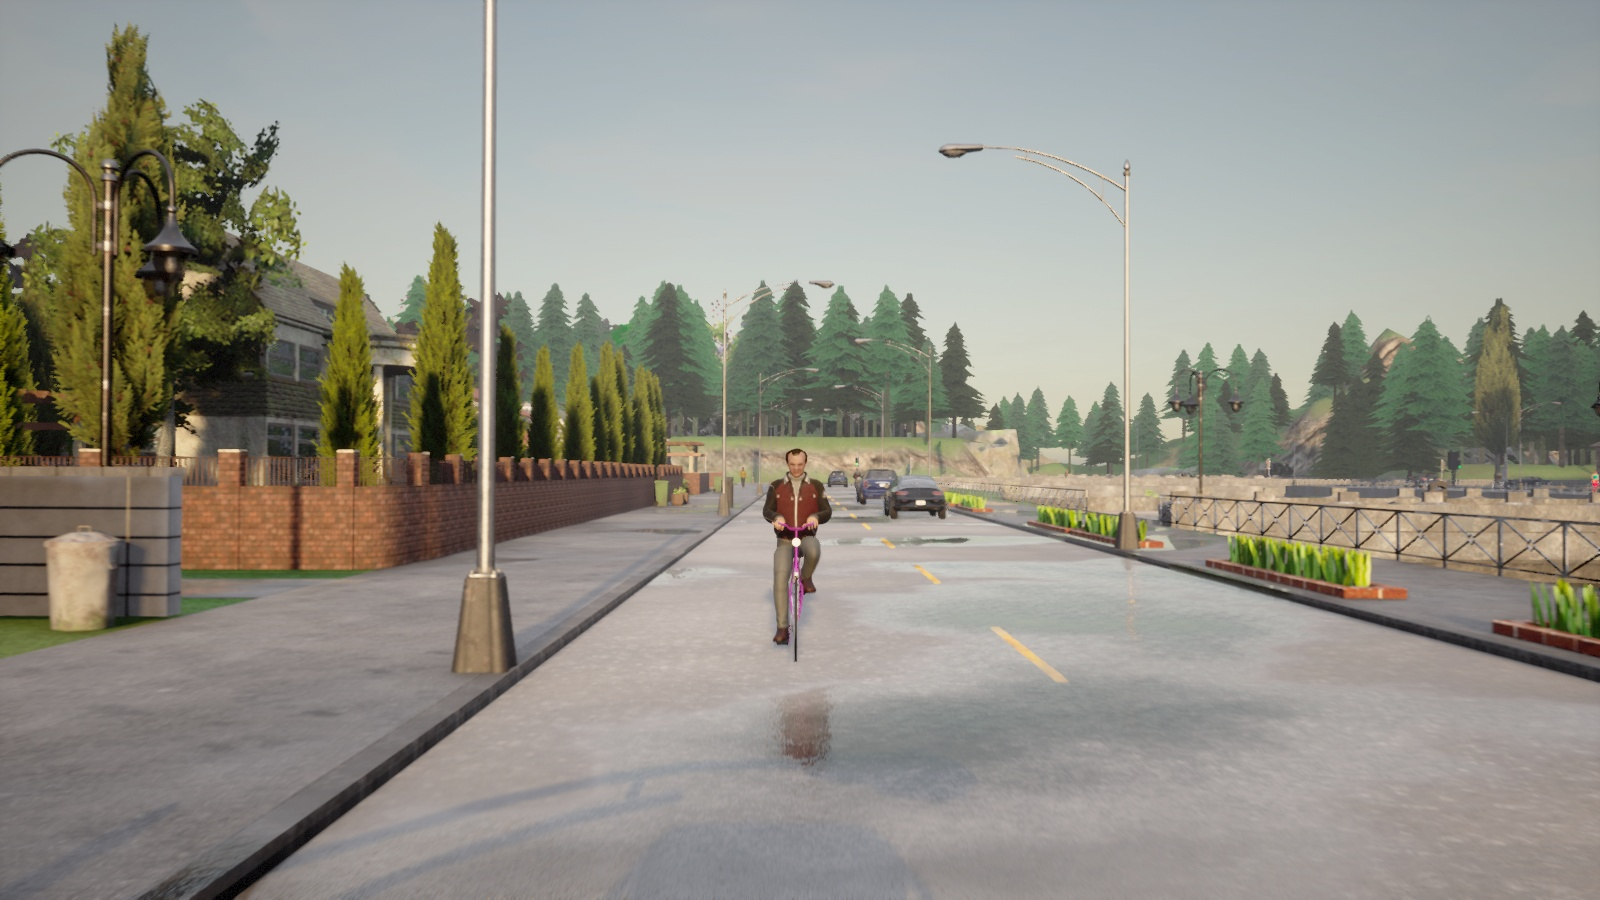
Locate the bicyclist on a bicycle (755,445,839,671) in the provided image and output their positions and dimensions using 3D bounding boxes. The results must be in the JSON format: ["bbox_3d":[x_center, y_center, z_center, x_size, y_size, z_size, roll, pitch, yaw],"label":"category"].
[{"bbox_3d":[-0.026,0.866,10.818,0.659,1.776,1.843,0,-1,0],"label":"bicyclist on a bicycle"}]

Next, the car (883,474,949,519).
[{"bbox_3d":[3.899,1.544,42.943,1.812,1.442,4.674,0,-1,0],"label":"car"}]

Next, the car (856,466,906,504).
[{"bbox_3d":[3.857,1.673,60.657,2.097,1.767,4.553,0,-1,0],"label":"car"}]
